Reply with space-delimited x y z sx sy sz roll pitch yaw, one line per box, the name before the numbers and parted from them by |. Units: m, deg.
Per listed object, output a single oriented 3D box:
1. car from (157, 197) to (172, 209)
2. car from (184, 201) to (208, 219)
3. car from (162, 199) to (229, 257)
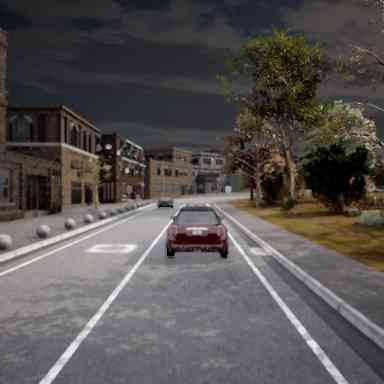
car | -3.195 1.324 41.576 2.033 1.411 5.357 0 0 1
car | 0.344 1.469 28.765 1.895 1.301 4.718 0 0 1
car | 0.195 1.325 12.923 2.097 1.767 4.553 0 0 1
